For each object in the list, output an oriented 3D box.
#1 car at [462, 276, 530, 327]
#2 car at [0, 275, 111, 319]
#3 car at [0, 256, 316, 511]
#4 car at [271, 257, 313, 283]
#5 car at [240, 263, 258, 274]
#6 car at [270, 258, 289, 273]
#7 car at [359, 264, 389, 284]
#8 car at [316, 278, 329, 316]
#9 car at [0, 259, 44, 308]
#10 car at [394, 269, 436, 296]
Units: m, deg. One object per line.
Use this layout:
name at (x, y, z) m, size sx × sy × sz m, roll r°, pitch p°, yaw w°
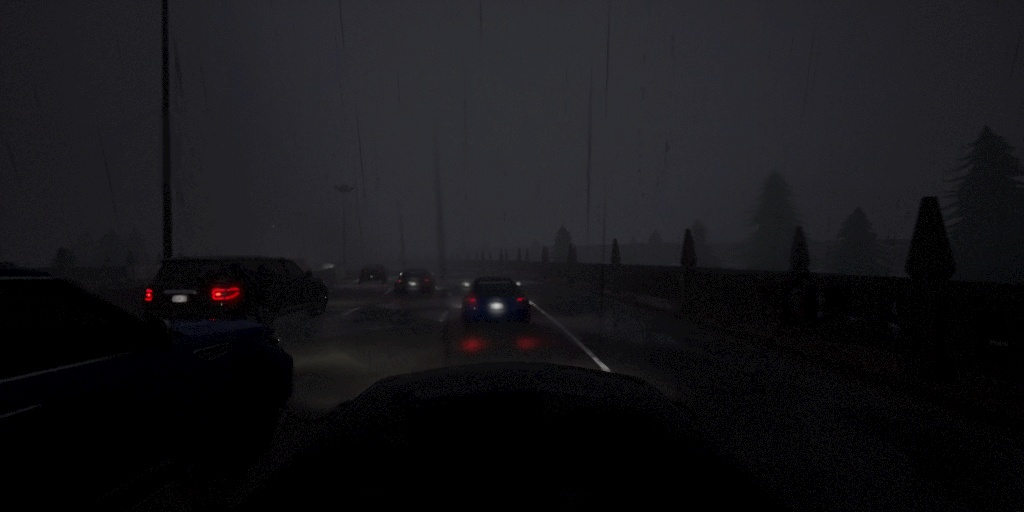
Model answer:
car at (-0.598, 1.338, 11.712) m, size 1.994 × 1.385 × 4.181 m, roll 0°, pitch 0°, yaw -5°
car at (-18.558, 1.486, 13.591) m, size 1.895 × 1.301 × 4.718 m, roll 0°, pitch 0°, yaw -8°
car at (-3.509, 0.988, 1.629) m, size 2.150 × 2.045 × 5.566 m, roll 0°, pitch 0°, yaw 0°
car at (-19.627, 1.183, 32.208) m, size 2.150 × 2.045 × 5.566 m, roll 0°, pitch -1°, yaw -20°
car at (-36.741, 1.685, 50.190) m, size 1.837 × 1.490 × 4.892 m, roll 0°, pitch 0°, yaw -34°
car at (-34.044, 1.375, 52.505) m, size 2.150 × 2.045 × 5.566 m, roll 0°, pitch 0°, yaw -35°
car at (-10.948, 1.358, 28.647) m, size 1.882 × 1.535 × 5.008 m, roll 0°, pitch 0°, yaw -16°
car at (-7.435, 1.030, 10.432) m, size 2.150 × 2.045 × 5.566 m, roll 0°, pitch 0°, yaw -5°
car at (-22.061, 1.129, 13.486) m, size 2.150 × 2.045 × 5.566 m, roll 0°, pitch 0°, yaw -9°
car at (-5.324, 1.385, 20.040) m, size 1.994 × 1.385 × 4.181 m, roll 0°, pitch 0°, yaw -10°
